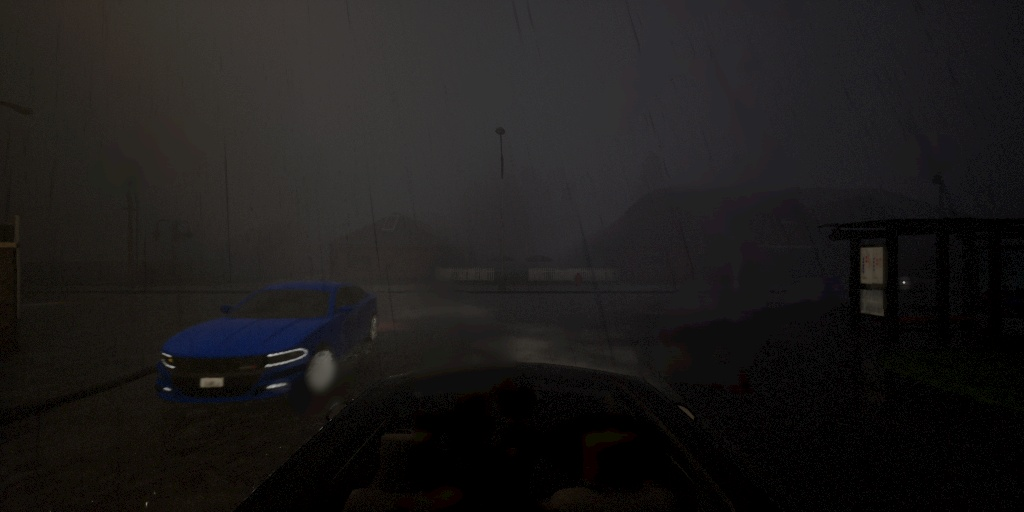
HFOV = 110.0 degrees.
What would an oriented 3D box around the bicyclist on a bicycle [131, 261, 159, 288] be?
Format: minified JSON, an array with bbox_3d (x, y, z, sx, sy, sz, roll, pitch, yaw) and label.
[{"bbox_3d":[-22.104,1.099,21.627,0.582,1.620,1.656,0,0,0],"label":"bicyclist on a bicycle"}]

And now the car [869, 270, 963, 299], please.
[{"bbox_3d":[20.338,1.351,17.314,4.718,1.301,1.895,0,0,0],"label":"car"}]

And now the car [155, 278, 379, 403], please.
[{"bbox_3d":[-3.901,1.228,6.733,1.882,1.535,5.008,1,0,-8],"label":"car"}]
